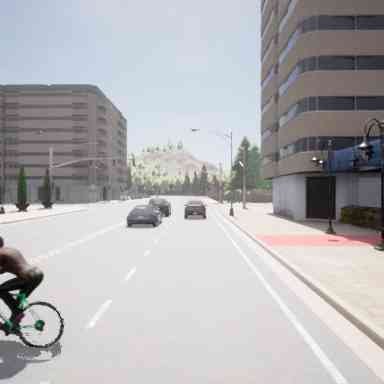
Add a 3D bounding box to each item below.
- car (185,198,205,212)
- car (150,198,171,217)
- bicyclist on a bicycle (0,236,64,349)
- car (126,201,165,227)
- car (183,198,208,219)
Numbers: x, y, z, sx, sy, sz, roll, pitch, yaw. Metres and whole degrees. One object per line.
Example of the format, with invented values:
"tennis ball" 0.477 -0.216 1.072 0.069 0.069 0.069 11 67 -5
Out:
"car" 0.332 1.491 38.943 2.128 1.511 4.902 0 0 1
"car" -3.133 1.352 31.596 2.097 1.767 4.553 0 0 0
"bicyclist on a bicycle" -2.656 1.452 4.768 1.656 1.620 0.582 0 0 1
"car" -3.209 1.564 22.956 1.994 1.385 4.181 0 0 1
"car" 0.302 1.505 29.584 1.837 1.490 4.892 0 0 1
